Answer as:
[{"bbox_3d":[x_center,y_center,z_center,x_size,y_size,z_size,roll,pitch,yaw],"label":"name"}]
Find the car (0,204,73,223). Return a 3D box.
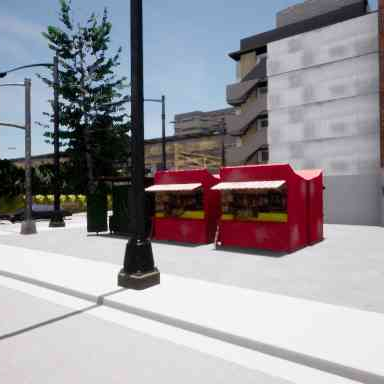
[{"bbox_3d":[-12.436,1.686,26.982,2.033,1.411,5.357,-1,0,36],"label":"car"}]
